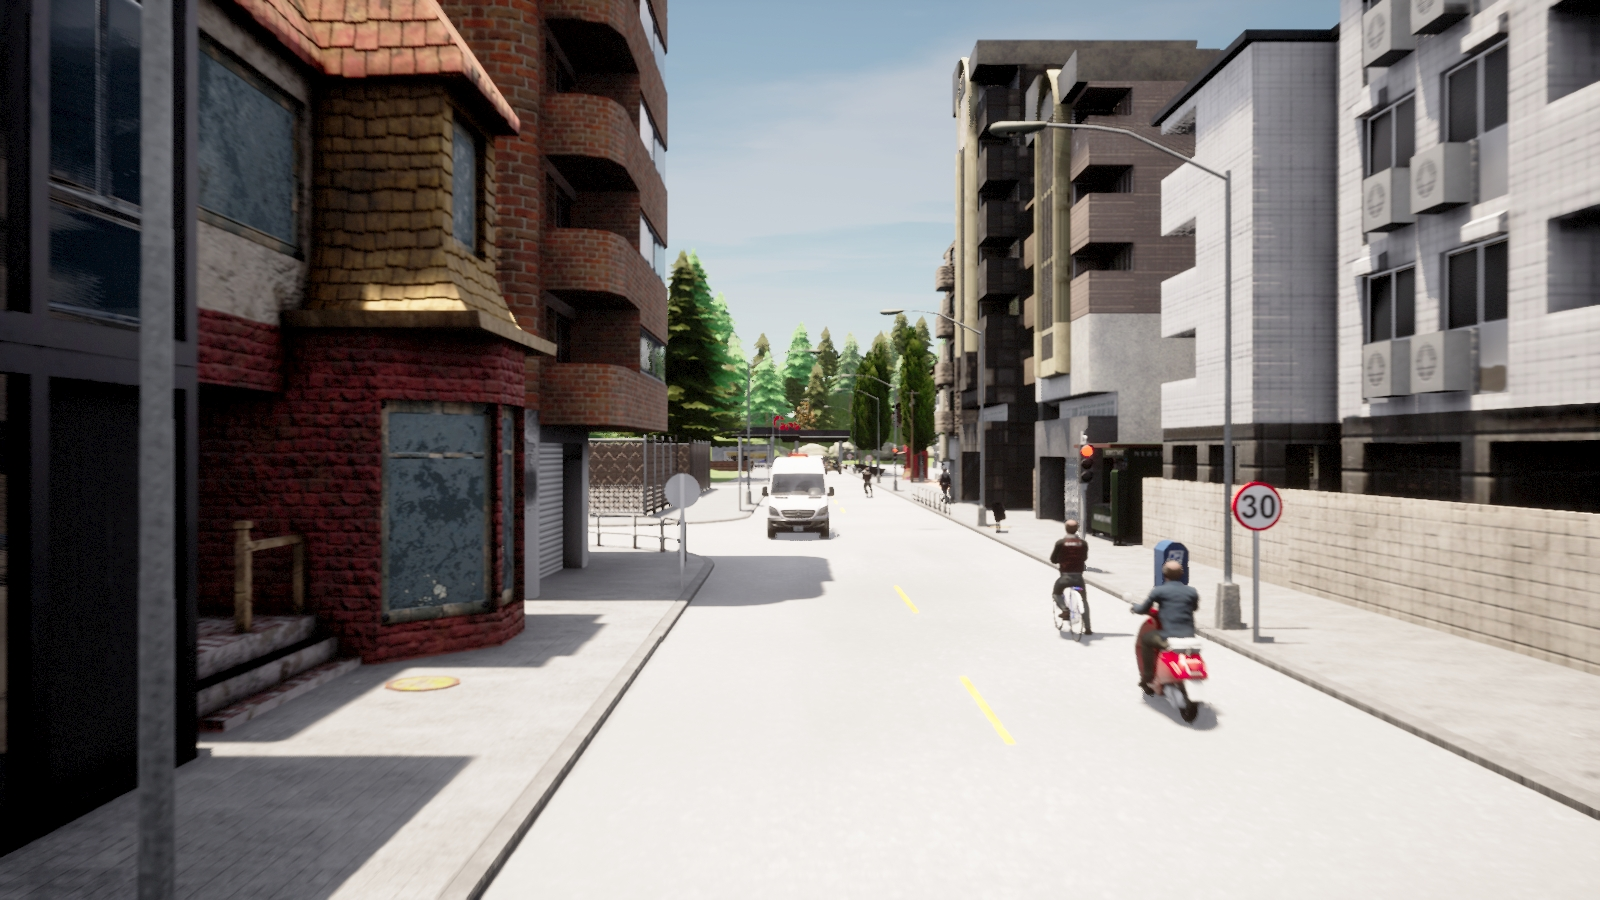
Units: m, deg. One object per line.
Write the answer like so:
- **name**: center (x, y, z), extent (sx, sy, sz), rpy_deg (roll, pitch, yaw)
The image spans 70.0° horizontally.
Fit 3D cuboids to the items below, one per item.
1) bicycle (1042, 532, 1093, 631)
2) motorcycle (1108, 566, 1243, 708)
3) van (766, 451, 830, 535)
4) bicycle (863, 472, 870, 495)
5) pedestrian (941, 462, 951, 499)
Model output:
- **bicycle**: center (3.996, 1.940, 17.175), extent (0.329, 1.271, 1.835), rpy_deg (0, 0, 0)
- **motorcycle**: center (3.994, 1.962, 12.318), extent (0.856, 1.236, 1.805), rpy_deg (0, 0, 0)
- **van**: center (-0.064, 1.314, 37.942), extent (1.988, 2.561, 5.915), rpy_deg (0, 0, 0)
- **bicycle**: center (3.900, 1.940, 66.890), extent (0.329, 1.271, 1.835), rpy_deg (0, 0, 0)
- **pedestrian**: center (7.307, 1.523, 57.235), extent (0.375, 1.860, 0.375), rpy_deg (0, 0, -15)
